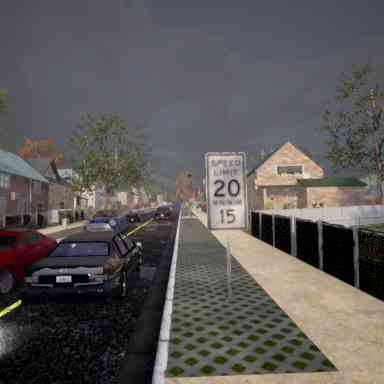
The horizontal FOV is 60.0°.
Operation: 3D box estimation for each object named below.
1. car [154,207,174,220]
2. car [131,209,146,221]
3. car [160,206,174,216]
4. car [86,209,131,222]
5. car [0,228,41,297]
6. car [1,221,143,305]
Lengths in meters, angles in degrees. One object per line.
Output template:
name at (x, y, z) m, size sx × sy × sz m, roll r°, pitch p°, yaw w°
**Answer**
car at (-3.331, 2.455, 38.915) m, size 1.882 × 1.535 × 5.008 m, roll -1°, pitch -1°, yaw -1°
car at (-6.099, 2.562, 35.775) m, size 1.895 × 1.301 × 4.718 m, roll -1°, pitch -1°, yaw -1°
car at (-3.684, 2.846, 49.354) m, size 1.895 × 1.301 × 4.718 m, roll -1°, pitch -1°, yaw -2°
car at (-5.728, 1.964, 22.353) m, size 2.097 × 1.767 × 4.553 m, roll -1°, pitch -1°, yaw -2°
car at (-5.336, 1.797, 9.391) m, size 1.812 × 1.442 × 4.674 m, roll -1°, pitch -1°, yaw -2°
car at (-2.467, 1.737, 8.713) m, size 2.033 × 1.411 × 5.357 m, roll -1°, pitch -1°, yaw -2°
